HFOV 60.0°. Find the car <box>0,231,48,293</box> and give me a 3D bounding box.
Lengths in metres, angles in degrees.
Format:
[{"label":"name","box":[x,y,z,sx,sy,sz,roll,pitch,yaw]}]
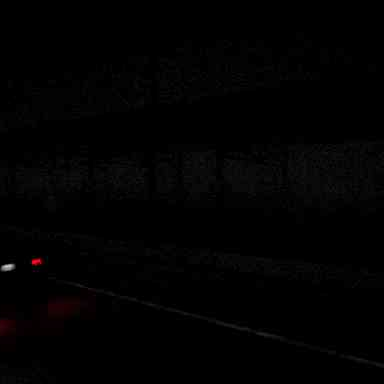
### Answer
[{"label":"car","box":[-5.669,1.538,8.019,5.357,1.411,2.033,0,0,35]}]
